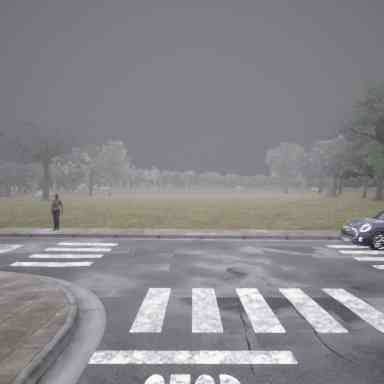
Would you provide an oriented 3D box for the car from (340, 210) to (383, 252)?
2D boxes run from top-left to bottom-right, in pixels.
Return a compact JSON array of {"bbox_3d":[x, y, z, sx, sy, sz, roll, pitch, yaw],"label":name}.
[{"bbox_3d":[8.672,1.413,13.817,4.553,1.767,2.097,1,1,0],"label":"car"}]

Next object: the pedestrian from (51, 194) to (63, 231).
[{"bbox_3d":[-6.840,1.006,16.750,0.375,1.860,0.375,0,1,0],"label":"pedestrian"}]
